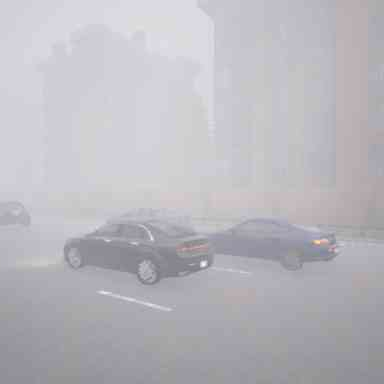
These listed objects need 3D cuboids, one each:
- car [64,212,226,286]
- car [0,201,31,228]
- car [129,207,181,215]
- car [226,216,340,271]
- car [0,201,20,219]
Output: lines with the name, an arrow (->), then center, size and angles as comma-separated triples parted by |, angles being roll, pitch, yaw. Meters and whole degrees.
car -> -1.677, 1.504, 9.493 | 4.892, 1.490, 1.837 | 0, 0, 36
car -> -12.452, 1.351, 21.493 | 4.553, 1.767, 2.097 | 0, 0, 36
car -> -2.493, 1.547, 18.680 | 5.357, 1.411, 2.033 | 0, 0, 35
car -> 2.306, 1.526, 10.948 | 4.674, 1.442, 1.812 | 0, 0, 36
car -> -17.207, 1.563, 29.191 | 4.181, 1.385, 1.994 | 0, 0, 36
